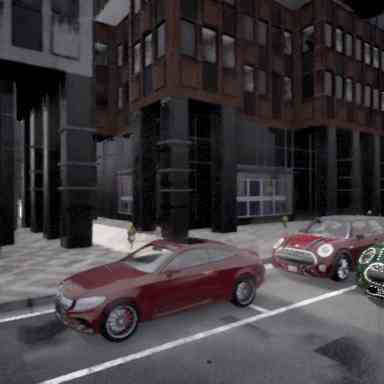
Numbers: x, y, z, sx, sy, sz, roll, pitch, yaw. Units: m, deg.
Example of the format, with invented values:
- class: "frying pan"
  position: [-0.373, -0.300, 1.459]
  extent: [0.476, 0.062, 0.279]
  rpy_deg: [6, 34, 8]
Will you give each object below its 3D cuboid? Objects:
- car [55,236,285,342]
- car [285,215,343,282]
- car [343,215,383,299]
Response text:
- class: "car"
  position: [-0.370, 1.577, 6.389]
  extent: [4.206, 1.307, 1.802]
  rpy_deg: [0, 0, -36]
- class: "car"
  position: [4.189, 1.429, 9.643]
  extent: [4.097, 1.590, 1.967]
  rpy_deg: [0, 0, -36]
- class: "car"
  position: [5.665, 1.341, 7.421]
  extent: [4.553, 1.767, 2.097]
  rpy_deg: [0, 0, -36]
